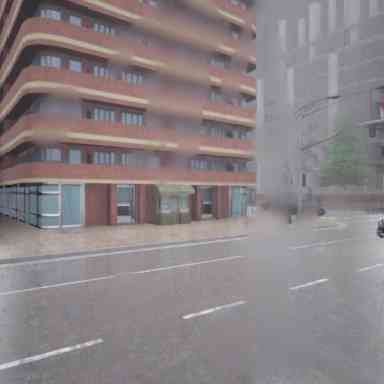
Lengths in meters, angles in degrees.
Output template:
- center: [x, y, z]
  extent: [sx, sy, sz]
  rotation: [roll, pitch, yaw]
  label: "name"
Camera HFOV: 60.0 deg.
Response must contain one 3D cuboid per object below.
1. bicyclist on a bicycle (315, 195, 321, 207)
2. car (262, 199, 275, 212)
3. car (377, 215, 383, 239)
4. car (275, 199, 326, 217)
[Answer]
- center: [17.784, 1.301, 46.920]
  extent: [1.656, 1.620, 0.582]
  rotation: [0, 0, -36]
  label: "bicyclist on a bicycle"
- center: [9.978, 1.525, 37.310]
  extent: [1.812, 1.442, 4.674]
  rotation: [0, 0, -36]
  label: "car"
- center: [10.829, 1.491, 16.349]
  extent: [4.902, 1.511, 2.128]
  rotation: [0, 0, -41]
  label: "car"
- center: [10.232, 1.564, 30.927]
  extent: [1.994, 1.385, 4.181]
  rotation: [0, 0, -35]
  label: "car"
